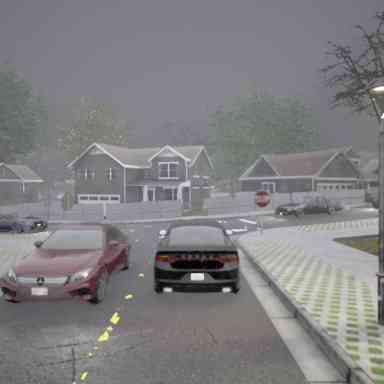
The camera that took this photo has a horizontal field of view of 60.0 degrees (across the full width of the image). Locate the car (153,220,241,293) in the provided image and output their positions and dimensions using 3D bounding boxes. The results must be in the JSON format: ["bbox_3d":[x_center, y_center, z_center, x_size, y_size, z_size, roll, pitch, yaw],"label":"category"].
[{"bbox_3d":[0.111,1.484,8.931,1.882,1.535,5.008,0,0,0],"label":"car"}]

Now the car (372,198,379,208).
[{"bbox_3d":[18.065,0.709,29.507,4.181,1.385,1.994,-2,2,-25],"label":"car"}]

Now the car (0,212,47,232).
[{"bbox_3d":[-11.725,2.020,22.164,4.181,1.385,1.994,-2,0,21],"label":"car"}]

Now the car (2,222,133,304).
[{"bbox_3d":[-2.699,1.532,8.311,1.812,1.442,4.674,0,0,1],"label":"car"}]

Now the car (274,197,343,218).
[{"bbox_3d":[8.950,1.088,25.337,5.357,1.411,2.033,-3,2,-23],"label":"car"}]
